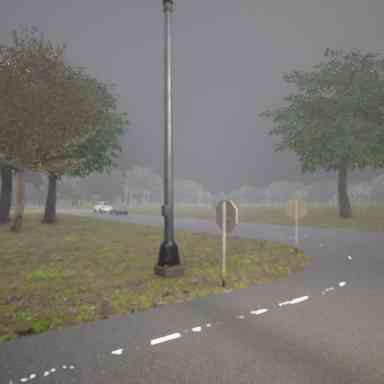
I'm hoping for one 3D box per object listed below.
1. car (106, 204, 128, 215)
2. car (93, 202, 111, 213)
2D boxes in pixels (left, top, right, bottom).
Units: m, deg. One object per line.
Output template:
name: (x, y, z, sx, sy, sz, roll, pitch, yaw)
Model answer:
car: (-12.117, 3.050, 54.976, 1.994, 1.385, 4.181, 1, -2, -32)
car: (-16.427, 2.851, 61.422, 2.150, 2.045, 5.566, 2, -2, -34)
